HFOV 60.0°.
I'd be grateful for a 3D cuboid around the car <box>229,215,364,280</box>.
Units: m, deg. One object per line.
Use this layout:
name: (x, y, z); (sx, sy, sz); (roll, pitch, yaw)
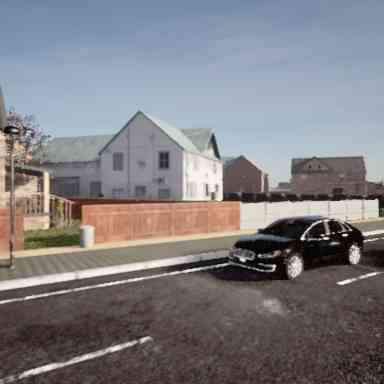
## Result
car: (3.288, 1.501, 10.022); (4.892, 1.490, 1.837); (0, 0, -35)
